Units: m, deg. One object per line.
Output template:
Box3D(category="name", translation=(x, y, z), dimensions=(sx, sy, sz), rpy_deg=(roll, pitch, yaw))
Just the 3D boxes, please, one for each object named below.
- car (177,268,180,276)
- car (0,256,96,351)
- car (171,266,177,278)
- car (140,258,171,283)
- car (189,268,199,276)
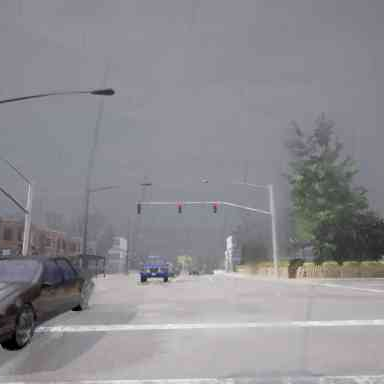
Box3D(category="car", translation=(-3.232, 14.897, 62.231), dimensions=(1.837, 1.490, 4.892), rpy_deg=(-1, -13, 0))
Box3D(category="car", translation=(-3.607, 2.096, 7.121), dimensions=(2.033, 1.411, 5.357), rpy_deg=(-1, -9, 0))
Box3D(category="car", translation=(-3.424, 10.250, 43.221), dimensions=(2.097, 1.767, 4.553), rpy_deg=(-1, -13, 0))
Box3D(category="car", translation=(-3.132, 6.537, 28.011), dimensions=(2.150, 2.045, 5.566), rpy_deg=(0, -13, -5))
Box3D(category="car", translation=(0.364, 14.644, 61.299), dimensions=(2.033, 1.411, 5.357), rpy_deg=(-1, -13, 0))
